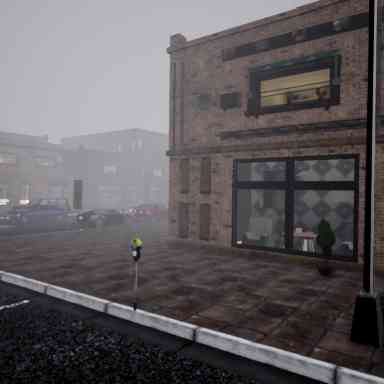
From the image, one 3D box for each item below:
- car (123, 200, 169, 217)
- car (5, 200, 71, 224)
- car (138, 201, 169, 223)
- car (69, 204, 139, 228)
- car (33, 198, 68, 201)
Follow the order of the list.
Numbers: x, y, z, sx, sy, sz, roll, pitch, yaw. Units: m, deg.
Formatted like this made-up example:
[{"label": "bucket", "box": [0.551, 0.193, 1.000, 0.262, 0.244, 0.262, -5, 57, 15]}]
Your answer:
[{"label": "car", "box": [-4.859, 1.729, 35.926, 2.128, 1.511, 4.902, 1, 0, 36]}, {"label": "car", "box": [-12.015, 1.649, 26.086, 1.812, 1.442, 4.674, 1, 0, 36]}, {"label": "car", "box": [-3.015, 1.724, 28.629, 1.967, 1.590, 4.097, 0, 0, 36]}, {"label": "car", "box": [-6.281, 1.797, 24.142, 1.947, 1.339, 4.313, 0, 0, 36]}, {"label": "car", "box": [-13.054, 1.415, 29.073, 2.192, 1.841, 5.009, 0, 0, 36]}]
